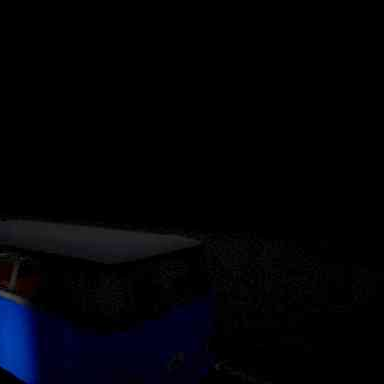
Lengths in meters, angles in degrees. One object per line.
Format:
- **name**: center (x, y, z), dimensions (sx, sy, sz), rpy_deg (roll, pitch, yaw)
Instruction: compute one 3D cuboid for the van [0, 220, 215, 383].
- **van**: center (-1.656, 1.315, 4.145), dimensions (3.998, 1.788, 1.690), rpy_deg (1, 0, 35)
